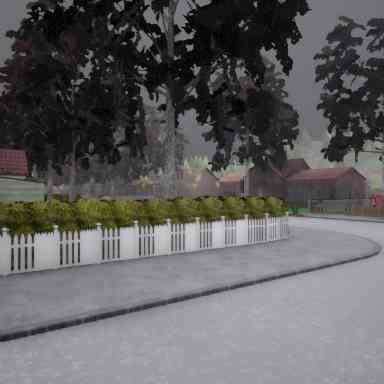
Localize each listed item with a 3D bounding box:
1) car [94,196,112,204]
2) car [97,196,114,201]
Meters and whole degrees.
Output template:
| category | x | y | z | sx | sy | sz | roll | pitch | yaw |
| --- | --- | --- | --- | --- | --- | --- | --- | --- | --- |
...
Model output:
| category | x | y | z | sx | sy | sz | roll | pitch | yaw |
| --- | --- | --- | --- | --- | --- | --- | --- | --- | --- |
| car | -17.268 | 1.564 | 64.447 | 1.994 | 1.385 | 4.181 | 0 | 0 | -36 |
| car | -13.305 | 1.351 | 51.750 | 2.097 | 1.767 | 4.553 | 0 | 0 | -35 |
